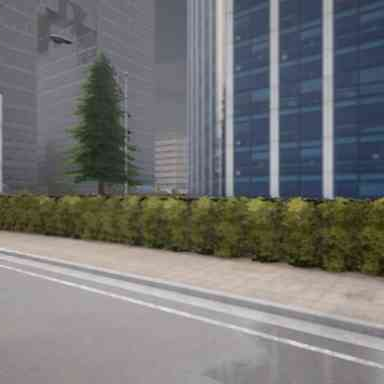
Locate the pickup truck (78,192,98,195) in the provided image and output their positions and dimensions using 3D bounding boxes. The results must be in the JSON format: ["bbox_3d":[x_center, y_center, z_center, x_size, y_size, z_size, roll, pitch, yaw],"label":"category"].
[{"bbox_3d":[-19.054,1.084,64.294,6.274,2.098,2.390,0,0,-24],"label":"pickup truck"}]
